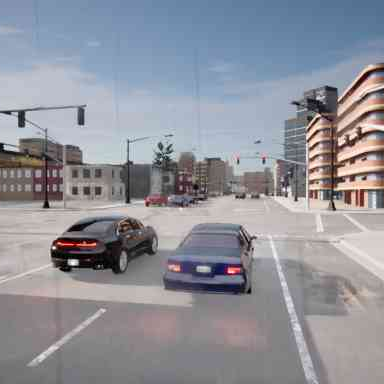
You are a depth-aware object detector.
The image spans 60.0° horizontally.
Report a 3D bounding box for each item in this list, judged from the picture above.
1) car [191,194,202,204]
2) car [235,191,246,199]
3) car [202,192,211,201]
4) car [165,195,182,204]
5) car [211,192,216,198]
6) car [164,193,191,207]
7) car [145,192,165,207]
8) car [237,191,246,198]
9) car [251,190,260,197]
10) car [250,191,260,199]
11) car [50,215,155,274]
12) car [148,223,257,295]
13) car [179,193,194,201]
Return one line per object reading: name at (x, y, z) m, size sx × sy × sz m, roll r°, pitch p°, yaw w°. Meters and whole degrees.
car at (-0.188, 1.235, 56.359) m, size 2.128 × 1.511 × 4.902 m, roll 0°, pitch 1°, yaw 11°
car at (11.094, 0.902, 77.029) m, size 1.994 × 1.385 × 4.181 m, roll 0°, pitch 1°, yaw 11°
car at (1.927, 1.105, 66.788) m, size 2.033 × 1.411 × 5.357 m, roll 0°, pitch 1°, yaw 12°
car at (-3.253, 1.238, 58.882) m, size 1.812 × 1.442 × 4.674 m, roll 0°, pitch 1°, yaw 12°
car at (4.608, 0.659, 80.330) m, size 1.882 × 1.535 × 5.008 m, roll 0°, pitch 1°, yaw 11°
car at (-1.947, 1.223, 47.448) m, size 2.097 × 1.767 × 4.553 m, roll 0°, pitch 1°, yaw 11°
car at (-5.155, 1.080, 49.324) m, size 2.150 × 2.045 × 5.566 m, roll 0°, pitch 1°, yaw 11°
car at (12.988, 0.552, 86.681) m, size 2.097 × 1.767 × 4.553 m, roll 0°, pitch 1°, yaw 11°
car at (16.344, 0.464, 85.607) m, size 2.097 × 1.767 × 4.553 m, roll 0°, pitch 1°, yaw 11°
car at (14.341, 0.881, 75.403) m, size 2.128 × 1.511 × 4.902 m, roll 0°, pitch 1°, yaw 11°
car at (-2.510, 1.505, 10.664) m, size 1.837 × 1.490 × 4.892 m, roll 0°, pitch 0°, yaw 11°
car at (0.708, 1.547, 8.920) m, size 2.033 × 1.411 × 5.357 m, roll 0°, pitch 0°, yaw 11°
car at (-1.133, 1.073, 69.256) m, size 2.033 × 1.411 × 5.357 m, roll 0°, pitch 1°, yaw 11°
